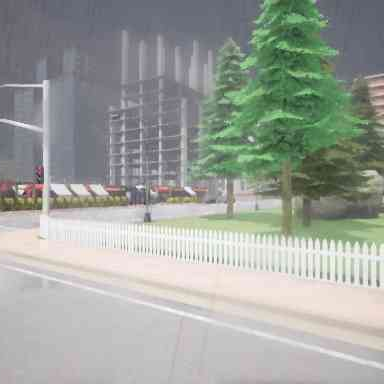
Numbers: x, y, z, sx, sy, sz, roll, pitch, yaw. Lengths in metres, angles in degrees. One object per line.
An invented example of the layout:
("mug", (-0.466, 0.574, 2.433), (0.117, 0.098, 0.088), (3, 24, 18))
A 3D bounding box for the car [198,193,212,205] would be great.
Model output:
("car", (3.063, 1.413, 60.215), (2.097, 1.767, 4.553), (0, 0, 34))

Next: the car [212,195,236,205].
("car", (5.963, 1.413, 58.255), (2.097, 1.767, 4.553), (0, 0, 34))
